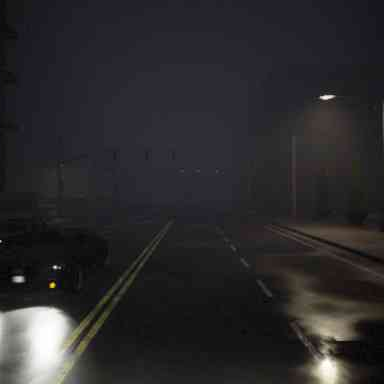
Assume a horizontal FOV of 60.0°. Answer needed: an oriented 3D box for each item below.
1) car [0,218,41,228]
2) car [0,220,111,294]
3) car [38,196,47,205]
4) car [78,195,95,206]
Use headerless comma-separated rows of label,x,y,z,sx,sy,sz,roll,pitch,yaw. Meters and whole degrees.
car,-7.002,1.720,12.990,1.895,1.301,4.718,0,-1,0
car,-3.578,1.646,8.910,1.994,1.385,4.181,0,-1,1
car,-32.541,2.023,69.133,1.970,1.475,3.806,0,-1,0
car,-26.721,2.160,84.214,1.970,1.475,3.806,0,-1,0
